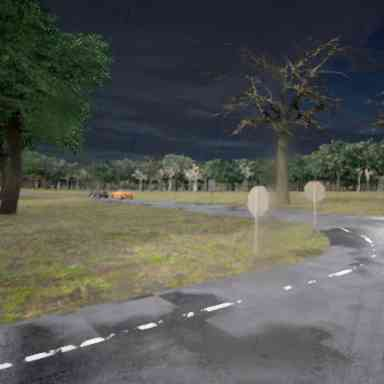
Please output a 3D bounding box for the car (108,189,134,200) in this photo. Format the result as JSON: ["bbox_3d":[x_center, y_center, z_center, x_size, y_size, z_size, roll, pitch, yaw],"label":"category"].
[{"bbox_3d":[-11.057,0.301,53.128,2.097,1.767,4.553,1,0,-36],"label":"car"}]

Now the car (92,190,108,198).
[{"bbox_3d":[-16.849,0.407,61.101,1.837,1.490,4.892,1,-1,-36],"label":"car"}]
